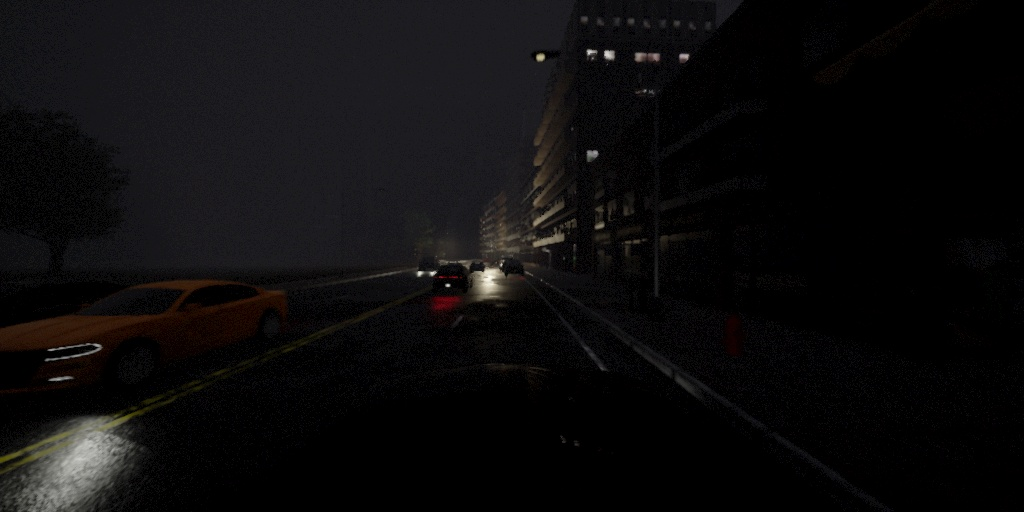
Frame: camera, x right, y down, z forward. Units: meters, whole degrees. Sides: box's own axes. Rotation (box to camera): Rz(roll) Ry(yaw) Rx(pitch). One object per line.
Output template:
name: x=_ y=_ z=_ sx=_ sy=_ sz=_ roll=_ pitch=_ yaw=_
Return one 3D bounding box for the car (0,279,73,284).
car: x=-9.874 y=1.258 z=7.185 sx=1.837 sy=1.490 sz=4.892 roll=0 pitch=0 yaw=0

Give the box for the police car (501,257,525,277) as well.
police car: x=0.196 y=1.185 z=36.497 sx=1.930 sy=1.638 sz=5.238 roll=0 pitch=0 yaw=-3

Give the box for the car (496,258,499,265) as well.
car: x=-0.770 y=0.993 z=52.528 sx=2.150 sy=2.045 sz=5.566 roll=0 pitch=0 yaw=-4

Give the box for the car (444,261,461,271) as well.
car: x=-8.096 y=1.369 z=49.269 sx=1.895 sy=1.301 sz=4.718 roll=0 pitch=0 yaw=-3

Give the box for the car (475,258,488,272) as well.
car: x=-4.538 y=1.330 z=46.984 sx=1.994 sy=1.385 sz=4.181 roll=0 pitch=0 yaw=-4

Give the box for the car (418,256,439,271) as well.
car: x=-11.348 y=0.989 z=49.182 sx=2.150 sy=2.045 sz=5.566 roll=0 pitch=0 yaw=-3

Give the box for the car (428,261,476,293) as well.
car: x=-3.375 y=1.260 z=20.978 sx=1.837 sy=1.490 sz=4.892 roll=0 pitch=0 yaw=-1

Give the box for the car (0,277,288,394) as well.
car: x=-6.624 y=1.230 z=7.040 sx=1.882 sy=1.535 sz=5.008 roll=0 pitch=0 yaw=0

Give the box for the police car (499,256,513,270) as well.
police car: x=-0.367 y=1.190 z=46.568 sx=1.930 sy=1.638 sz=5.238 roll=0 pitch=0 yaw=-4
